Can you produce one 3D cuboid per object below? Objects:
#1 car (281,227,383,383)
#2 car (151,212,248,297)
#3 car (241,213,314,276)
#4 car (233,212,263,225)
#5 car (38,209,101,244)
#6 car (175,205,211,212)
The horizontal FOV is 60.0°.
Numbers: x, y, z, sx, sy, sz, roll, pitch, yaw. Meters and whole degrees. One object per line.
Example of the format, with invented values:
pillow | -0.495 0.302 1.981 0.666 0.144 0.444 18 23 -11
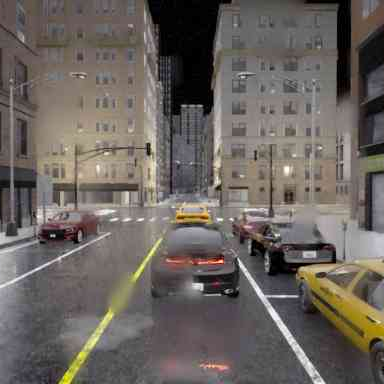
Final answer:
car | 2.868 1.524 4.782 1.752 1.417 4.829 -1 0 0
car | 0.073 1.502 8.546 1.837 1.490 4.892 0 0 0
car | 2.876 1.563 10.198 1.947 1.339 4.313 -1 0 0
car | 2.883 1.577 15.784 1.802 1.307 4.206 -1 0 0
car | -5.662 1.539 15.792 1.887 1.381 4.507 -1 0 0
car | 0.053 1.471 18.973 1.882 1.535 5.008 0 0 1
